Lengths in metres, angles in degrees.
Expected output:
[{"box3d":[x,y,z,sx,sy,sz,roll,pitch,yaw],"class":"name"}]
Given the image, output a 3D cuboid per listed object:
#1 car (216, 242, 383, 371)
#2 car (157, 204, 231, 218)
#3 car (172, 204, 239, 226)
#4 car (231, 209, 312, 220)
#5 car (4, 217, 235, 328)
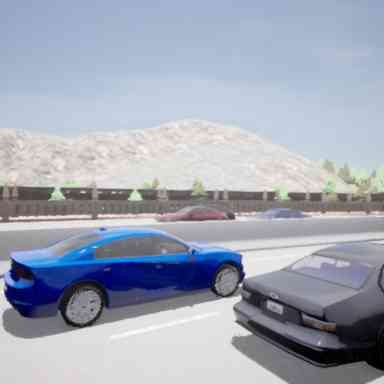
[{"box3d":[3.250,1.614,5.704,5.357,1.411,2.033,1,0,-31],"class":"car"},{"box3d":[0.035,1.606,20.143,4.674,1.442,1.812,1,0,-28],"class":"car"},{"box3d":[1.024,1.638,24.600,4.674,1.442,1.812,1,0,-27],"class":"car"},{"box3d":[4.787,1.667,18.666,4.674,1.442,1.812,1,0,-26],"class":"car"},{"box3d":[-1.087,1.488,7.036,5.008,1.535,1.882,1,0,-34],"class":"car"}]
